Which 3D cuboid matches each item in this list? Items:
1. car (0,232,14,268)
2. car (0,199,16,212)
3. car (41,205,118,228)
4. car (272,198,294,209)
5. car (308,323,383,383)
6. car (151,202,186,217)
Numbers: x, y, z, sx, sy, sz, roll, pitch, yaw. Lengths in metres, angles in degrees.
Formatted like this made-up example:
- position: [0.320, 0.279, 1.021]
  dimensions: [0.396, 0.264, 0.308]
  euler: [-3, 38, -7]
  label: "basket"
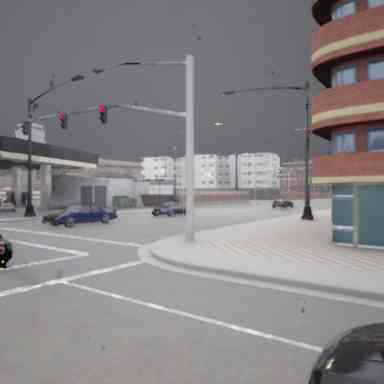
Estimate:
- position: [-7.125, 1.632, 10.525]
  dimensions: [1.895, 1.301, 4.718]
  euler: [0, 0, -38]
  label: "car"
- position: [-22.304, 1.561, 38.770]
  dimensions: [3.806, 1.475, 1.970]
  euler: [0, 0, 36]
  label: "car"
- position: [-7.651, 1.598, 23.308]
  dimensions: [2.033, 1.411, 5.357]
  euler: [0, 0, 34]
  label: "car"
- position: [12.518, 1.565, 46.050]
  dimensions: [1.812, 1.442, 4.674]
  euler: [0, 0, 35]
  label: "car"
- position: [3.149, 1.500, 1.743]
  dimensions: [4.892, 1.490, 1.837]
  euler: [0, 0, 36]
  label: "car"
- position: [-1.953, 1.614, 31.569]
  dimensions: [1.994, 1.385, 4.181]
  euler: [0, 0, 35]
  label: "car"
